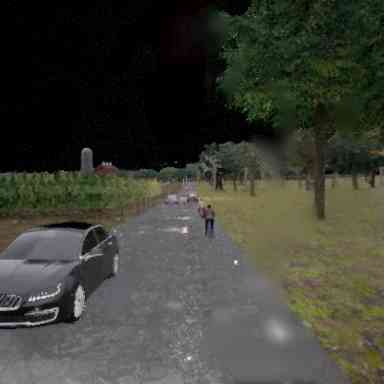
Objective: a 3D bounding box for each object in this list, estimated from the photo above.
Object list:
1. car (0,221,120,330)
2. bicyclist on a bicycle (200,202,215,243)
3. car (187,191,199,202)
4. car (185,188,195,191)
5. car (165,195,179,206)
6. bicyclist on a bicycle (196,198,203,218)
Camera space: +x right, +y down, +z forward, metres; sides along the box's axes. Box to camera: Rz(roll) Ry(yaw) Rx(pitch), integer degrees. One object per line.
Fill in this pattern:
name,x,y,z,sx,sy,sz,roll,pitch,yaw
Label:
car,-2.850,1.473,7.202,1.837,1.490,4.892,0,0,0
bicyclist on a bicycle,0.756,1.374,14.447,0.582,1.620,1.656,0,0,0
car,0.097,0.972,56.341,1.812,1.442,4.674,0,1,0
car,-0.001,0.380,73.884,2.097,1.767,4.553,0,1,0
car,-2.833,1.135,47.820,1.812,1.442,4.674,0,1,0
bicyclist on a bicycle,0.726,1.286,25.264,0.866,1.612,1.509,0,0,0
